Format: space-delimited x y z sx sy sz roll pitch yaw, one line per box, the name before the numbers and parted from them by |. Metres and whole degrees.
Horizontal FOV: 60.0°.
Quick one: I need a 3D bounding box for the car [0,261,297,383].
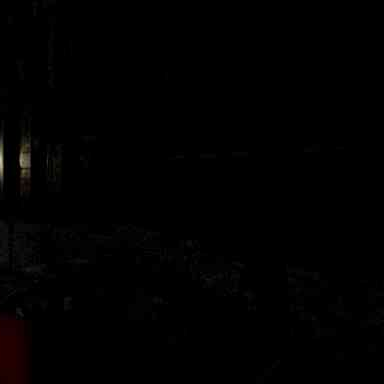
car | -1.144 1.496 3.804 4.507 1.381 1.887 1 0 36
